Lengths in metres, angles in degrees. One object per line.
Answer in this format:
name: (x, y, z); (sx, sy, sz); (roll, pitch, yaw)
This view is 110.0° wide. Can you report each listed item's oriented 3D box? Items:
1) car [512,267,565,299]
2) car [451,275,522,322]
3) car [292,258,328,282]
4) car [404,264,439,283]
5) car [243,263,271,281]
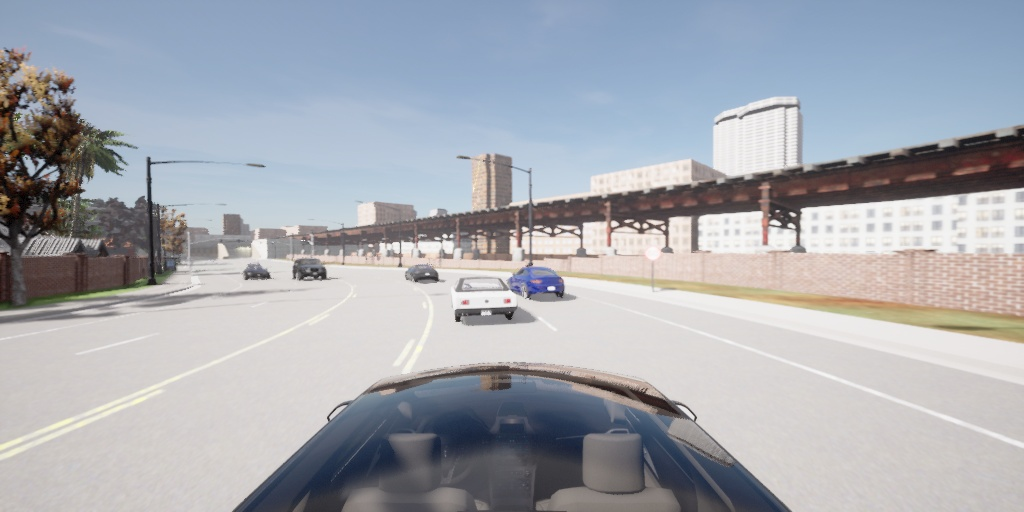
car: (1.099, 1.236, 17.662); (1.812, 1.442, 4.674); (-1, 0, -15)
car: (-1.165, 1.349, 12.500); (1.895, 1.301, 4.718); (-1, 0, -11)
car: (-18.869, 1.221, 33.342); (2.150, 2.045, 5.566); (-1, 0, -39)
car: (-7.403, 1.361, 29.088); (1.994, 1.385, 4.181); (-1, 0, -29)
car: (-25.587, 1.692, 35.859); (1.994, 1.385, 4.181); (-1, 0, -42)
